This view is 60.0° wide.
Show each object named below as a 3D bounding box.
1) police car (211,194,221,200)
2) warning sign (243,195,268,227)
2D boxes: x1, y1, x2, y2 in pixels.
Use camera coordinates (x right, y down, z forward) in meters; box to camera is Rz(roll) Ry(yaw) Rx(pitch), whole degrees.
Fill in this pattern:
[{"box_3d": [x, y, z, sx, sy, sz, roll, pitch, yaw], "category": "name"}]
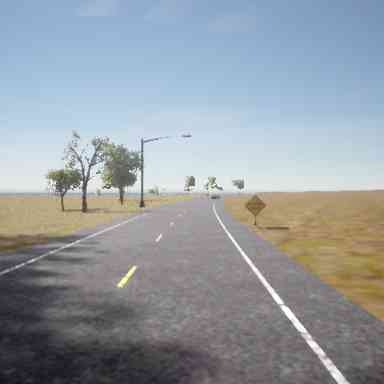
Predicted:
[{"box_3d": [6.463, 1.406, 94.615, 1.930, 1.638, 5.238, 0, 0, 7], "category": "police car"}, {"box_3d": [3.793, 1.099, 19.902, 1.300, 1.860, 1.060, 0, 0, 1], "category": "warning sign"}]
